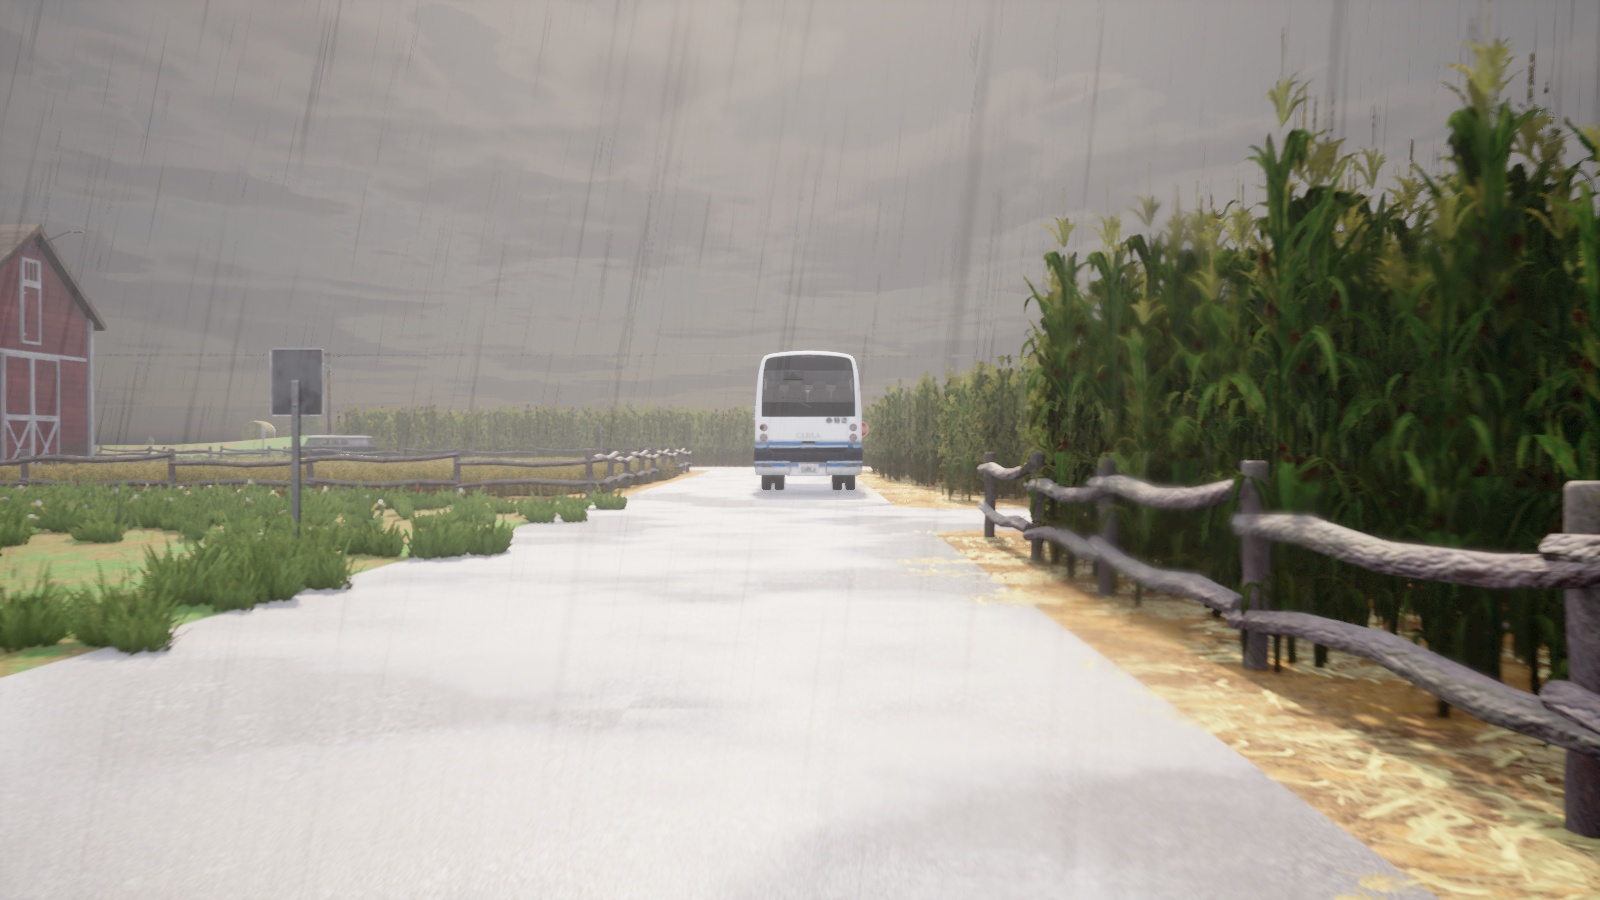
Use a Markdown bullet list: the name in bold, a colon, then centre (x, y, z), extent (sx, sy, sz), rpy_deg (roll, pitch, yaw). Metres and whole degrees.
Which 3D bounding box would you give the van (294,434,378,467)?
- **van**: centre (-28.196, 0.047, 76.348), extent (4.442, 1.987, 1.775), rpy_deg (0, 0, 1)

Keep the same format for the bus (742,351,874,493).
- **bus**: centre (0.279, -0.870, 42.740), extent (3.944, 4.253, 10.273), rpy_deg (0, 0, 0)
